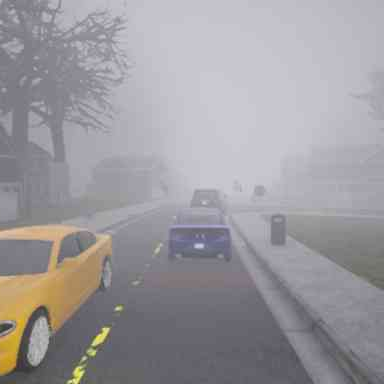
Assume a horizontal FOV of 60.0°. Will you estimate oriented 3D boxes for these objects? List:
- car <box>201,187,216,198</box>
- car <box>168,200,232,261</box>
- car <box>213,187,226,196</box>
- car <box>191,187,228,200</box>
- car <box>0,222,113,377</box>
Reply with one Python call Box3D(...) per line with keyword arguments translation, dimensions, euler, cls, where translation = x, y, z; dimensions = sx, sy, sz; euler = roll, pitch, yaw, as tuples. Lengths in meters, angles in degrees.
Box3D(translation=(3.179, 0.057, 63.333), dimensions=(2.150, 2.045, 5.566), euler=(0, 1, 11), cls="car")
Box3D(translation=(0.294, 1.259, 11.477), dimensions=(1.882, 1.535, 5.008), euler=(0, 1, 2), cls="car")
Box3D(translation=(6.596, -0.224, 78.954), dimensions=(2.150, 2.045, 5.566), euler=(0, 1, 13), cls="car")
Box3D(translation=(1.297, 0.771, 23.935), dimensions=(2.150, 2.045, 5.566), euler=(0, 1, 11), cls="car")
Box3D(translation=(-2.765, 1.367, 5.688), dimensions=(1.882, 1.535, 5.008), euler=(0, 1, 1), cls="car")
